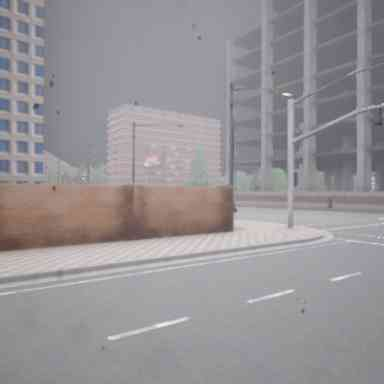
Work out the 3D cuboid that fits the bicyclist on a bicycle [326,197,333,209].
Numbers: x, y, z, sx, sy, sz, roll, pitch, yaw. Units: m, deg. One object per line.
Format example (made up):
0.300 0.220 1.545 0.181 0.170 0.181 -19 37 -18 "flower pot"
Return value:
18.785 1.507 45.470 1.656 1.620 0.582 0 0 -35 "bicyclist on a bicycle"
